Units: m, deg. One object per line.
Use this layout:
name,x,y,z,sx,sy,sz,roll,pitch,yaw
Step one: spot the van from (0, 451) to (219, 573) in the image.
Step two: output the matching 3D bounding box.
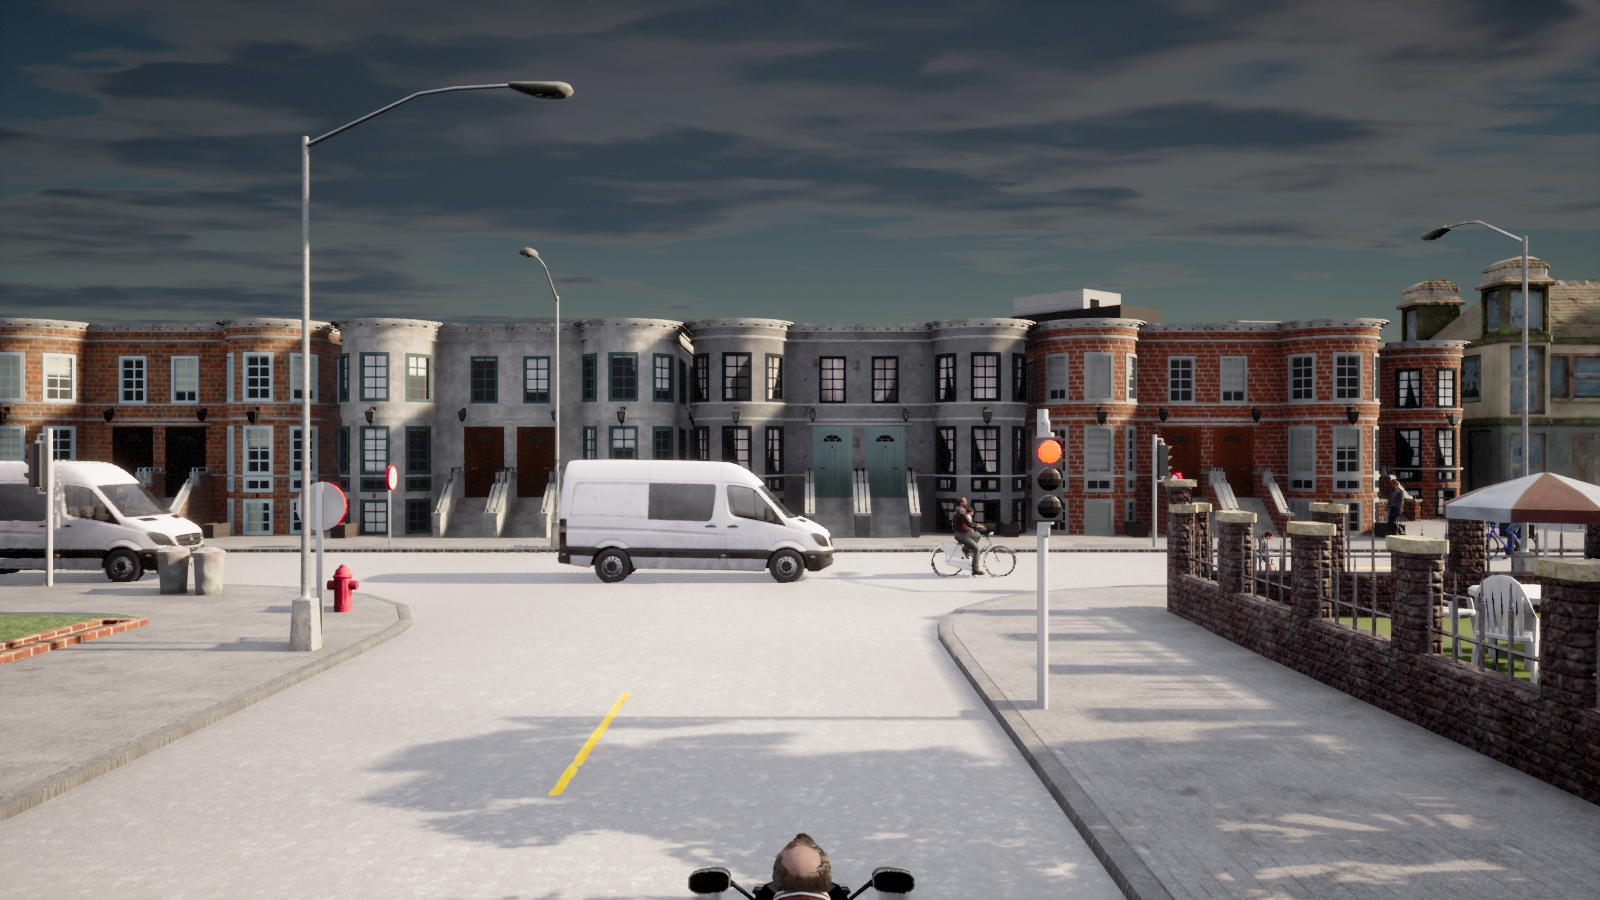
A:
van,-16.145,1.304,24.919,5.915,2.561,1.988,0,0,0

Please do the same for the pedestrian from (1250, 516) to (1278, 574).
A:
pedestrian,9.313,1.899,22.939,0.500,1.100,0.500,0,0,19

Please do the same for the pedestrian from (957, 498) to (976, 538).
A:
pedestrian,4.643,1.892,31.826,0.500,1.100,0.500,0,0,6

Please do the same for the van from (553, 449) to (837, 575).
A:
van,-2.208,1.301,24.917,5.915,2.561,1.988,1,0,0

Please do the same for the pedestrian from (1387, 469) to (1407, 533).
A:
pedestrian,17.718,1.512,33.907,0.375,1.860,0.375,0,0,-1
